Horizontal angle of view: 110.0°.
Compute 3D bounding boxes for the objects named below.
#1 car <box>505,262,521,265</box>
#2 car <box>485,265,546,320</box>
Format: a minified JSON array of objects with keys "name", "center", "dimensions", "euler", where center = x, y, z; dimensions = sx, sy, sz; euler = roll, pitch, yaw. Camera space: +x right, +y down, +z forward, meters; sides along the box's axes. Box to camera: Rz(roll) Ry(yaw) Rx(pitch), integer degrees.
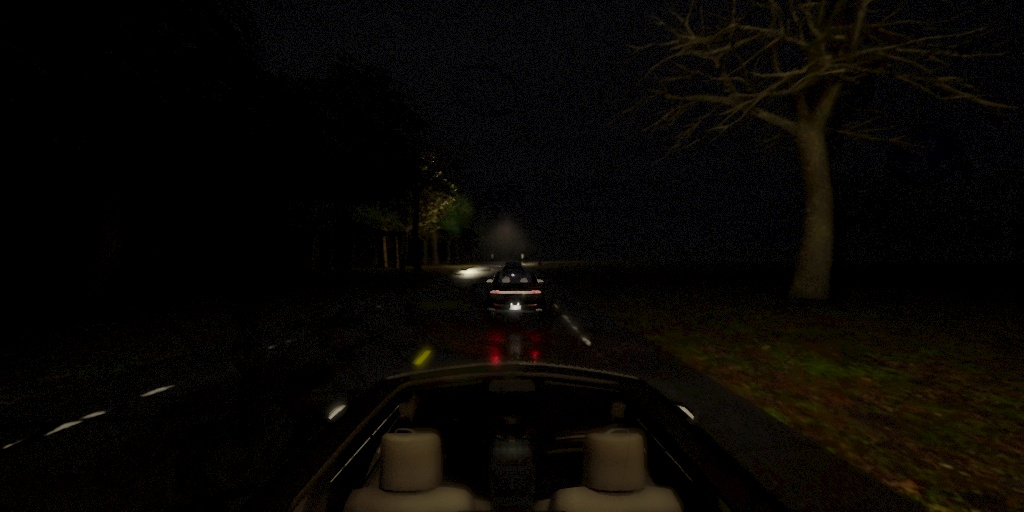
[{"name":"car","center":[0.109,1.263,30.962],"dimensions":[1.837,1.490,4.892],"euler":[0,0,0]},{"name":"car","center":[0.104,1.245,12.571],"dimensions":[2.128,1.511,4.902],"euler":[0,0,0]}]
